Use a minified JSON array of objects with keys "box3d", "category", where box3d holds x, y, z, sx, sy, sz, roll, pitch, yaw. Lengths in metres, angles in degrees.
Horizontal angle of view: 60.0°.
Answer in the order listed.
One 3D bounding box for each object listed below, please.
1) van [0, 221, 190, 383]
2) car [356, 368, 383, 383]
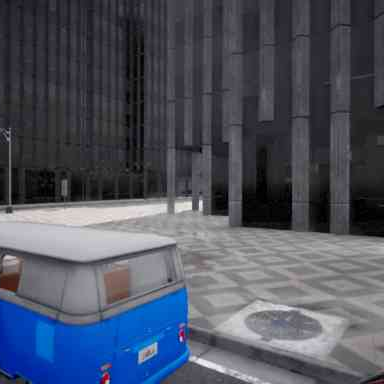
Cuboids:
[{"box3d":[-1.936,1.340,4.342,3.998,1.788,1.690,0,0,35],"category":"van"},{"box3d":[2.564,1.441,1.138,4.097,1.590,1.967,0,0,35],"category":"car"}]
